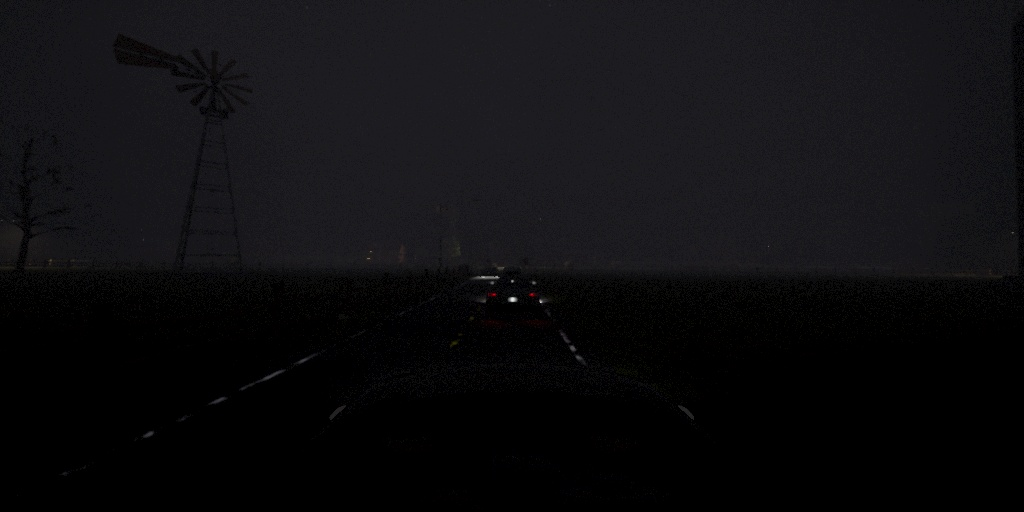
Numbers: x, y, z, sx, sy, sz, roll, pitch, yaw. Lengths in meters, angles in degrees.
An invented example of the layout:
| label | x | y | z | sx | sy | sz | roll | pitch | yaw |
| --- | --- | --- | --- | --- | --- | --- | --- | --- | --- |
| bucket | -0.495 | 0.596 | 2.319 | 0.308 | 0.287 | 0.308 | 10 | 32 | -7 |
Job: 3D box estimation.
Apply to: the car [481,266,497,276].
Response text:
| label | x | y | z | sx | sy | sz | roll | pitch | yaw |
| --- | --- | --- | --- | --- | --- | --- | --- | --- | --- |
| car | -2.820 | 1.904 | 45.728 | 1.994 | 1.385 | 4.181 | 0 | -1 | 0 |

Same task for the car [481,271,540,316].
| label | x | y | z | sx | sy | sz | roll | pitch | yaw |
| --- | --- | --- | --- | --- | --- | --- | --- | --- | --- |
| car | 0.041 | 1.486 | 14.297 | 1.994 | 1.385 | 4.181 | 0 | -1 | 0 |

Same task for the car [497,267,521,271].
| label | x | y | z | sx | sy | sz | roll | pitch | yaw |
| --- | --- | --- | --- | --- | --- | --- | --- | --- | --- |
| car | 0.032 | 1.626 | 29.145 | 1.837 | 1.490 | 4.892 | 0 | 0 | 0 |
